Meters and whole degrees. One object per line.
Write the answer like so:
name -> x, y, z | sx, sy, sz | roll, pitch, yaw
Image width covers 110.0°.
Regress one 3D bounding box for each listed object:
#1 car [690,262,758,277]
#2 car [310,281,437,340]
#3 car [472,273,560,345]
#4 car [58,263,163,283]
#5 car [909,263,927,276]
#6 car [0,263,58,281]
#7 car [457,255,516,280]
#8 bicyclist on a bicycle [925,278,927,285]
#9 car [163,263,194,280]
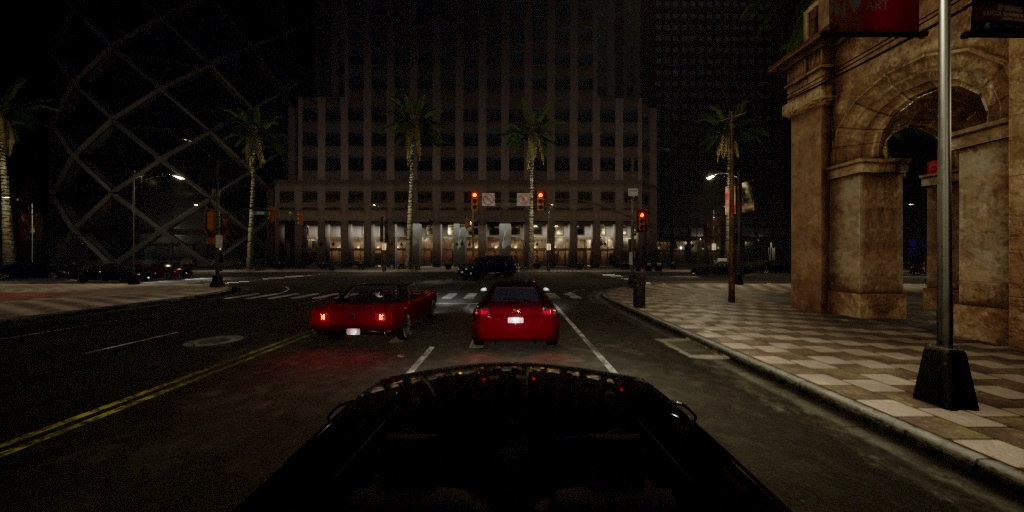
car -> 20.443, 1.297, 35.098 | 5.357, 1.411, 2.033 | 0, 0, 0
car -> -3.417, 1.351, 9.976 | 1.895, 1.301, 4.718 | 0, 0, 0
car -> 0.082, 1.314, 9.513 | 1.994, 1.385, 4.181 | 0, 0, 0
car -> -30.992, 1.297, 27.824 | 5.357, 1.411, 2.033 | 0, 0, -3
car -> 41.843, 1.102, 35.013 | 4.553, 1.767, 2.097 | 0, 0, 0
car -> -39.259, 1.276, 29.616 | 4.674, 1.442, 1.812 | 0, 0, -19
car -> -2.094, 0.972, 31.038 | 5.566, 2.045, 2.150 | 0, -1, -44
bicyclist on a bicycle -> 24.677, 1.051, 20.602 | 0.582, 1.620, 1.656 | 0, 0, 0
car -> -30.426, 1.314, 31.157 | 4.181, 1.385, 1.994 | 0, 0, -5
